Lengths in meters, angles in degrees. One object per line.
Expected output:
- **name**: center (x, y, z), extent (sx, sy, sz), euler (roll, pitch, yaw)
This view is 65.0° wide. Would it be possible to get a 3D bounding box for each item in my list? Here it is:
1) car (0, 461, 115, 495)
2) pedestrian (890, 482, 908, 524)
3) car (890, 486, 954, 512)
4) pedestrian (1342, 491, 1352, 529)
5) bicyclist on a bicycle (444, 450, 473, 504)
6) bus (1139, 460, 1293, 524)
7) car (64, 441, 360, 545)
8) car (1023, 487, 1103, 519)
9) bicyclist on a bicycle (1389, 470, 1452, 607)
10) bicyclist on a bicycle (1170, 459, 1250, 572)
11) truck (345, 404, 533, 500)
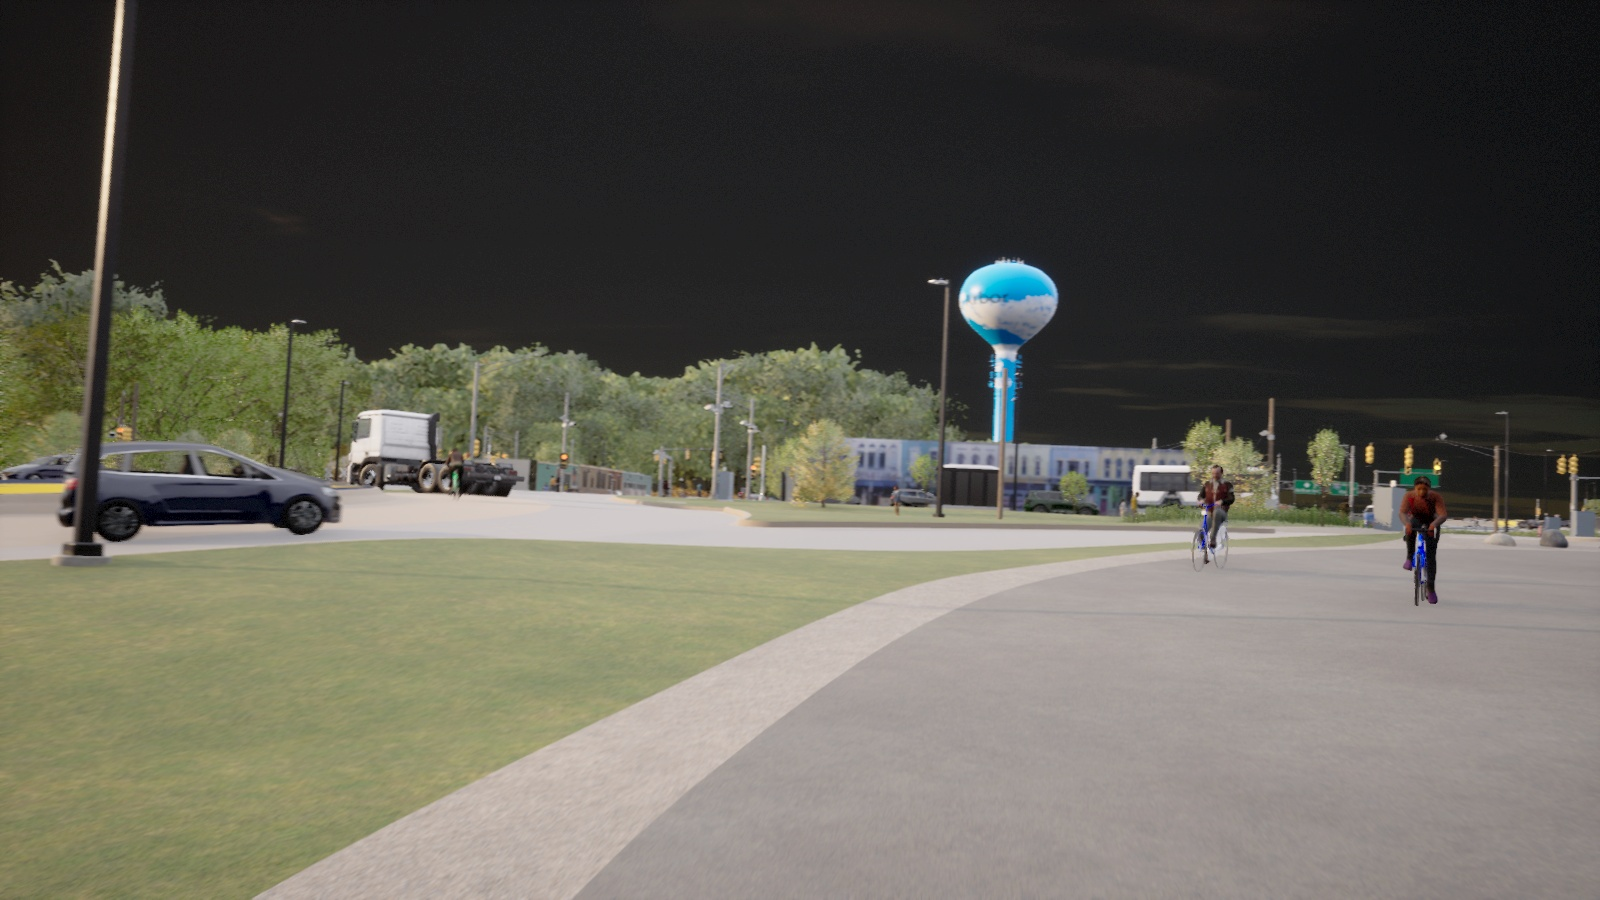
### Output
- **car**: center (-33.318, 1.222, 56.379), extent (1.816, 1.474, 4.193), euler (0, 0, 30)
- **pedestrian**: center (4.724, 2.532, 59.951), extent (0.788, 1.949, 0.423), euler (2, -3, 1)
- **car**: center (9.183, 3.653, 94.118), extent (4.611, 1.667, 2.242), euler (2, -3, 8)
- **pedestrian**: center (28.751, 3.163, 66.007), extent (0.395, 1.930, 0.692), euler (1, -4, 16)
- **bicyclist on a bicycle**: center (-10.404, 0.817, 38.214), extent (0.582, 1.620, 1.656), euler (1, -1, -24)
- **bus**: center (29.813, 3.040, 90.532), extent (10.273, 4.253, 3.944), euler (0, -6, 15)
- **car**: center (-10.631, 0.697, 22.773), extent (4.611, 1.667, 2.242), euler (0, 1, -32)
- **car**: center (19.373, 3.918, 92.686), extent (5.566, 2.045, 2.150), euler (2, -3, 8)
- **bicyclist on a bicycle**: center (7.889, 1.093, 15.939), extent (0.582, 1.620, 1.656), euler (1, -1, 30)
- **bicyclist on a bicycle**: center (6.814, 1.071, 20.817), extent (0.659, 1.776, 1.843), euler (2, -1, 36)
- **truck**: center (-14.483, 0.169, 50.060), extent (7.936, 3.462, 2.891), euler (-1, -5, 38)
